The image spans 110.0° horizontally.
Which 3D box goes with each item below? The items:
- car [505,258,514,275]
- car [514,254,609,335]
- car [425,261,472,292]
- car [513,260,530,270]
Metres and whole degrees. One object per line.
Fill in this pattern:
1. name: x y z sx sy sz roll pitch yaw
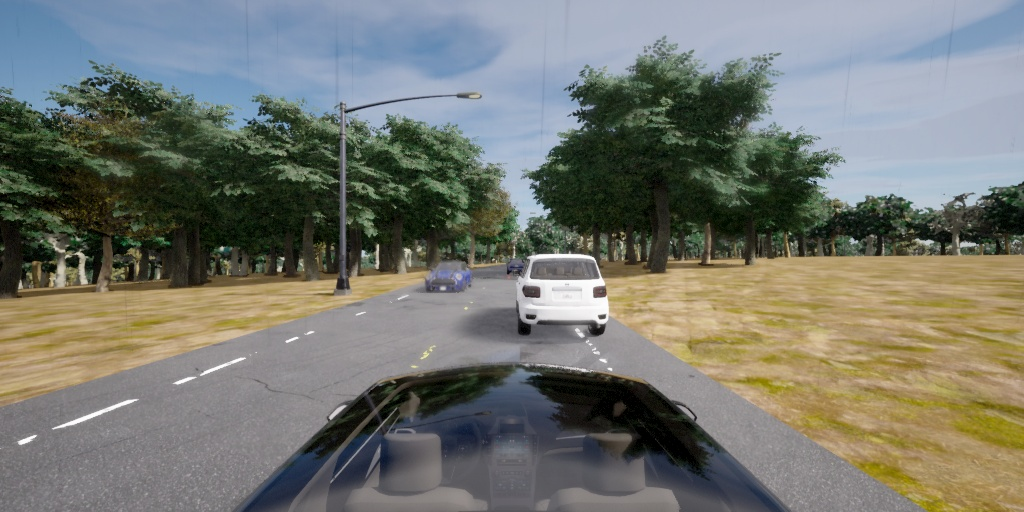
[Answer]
1. car: 0.623 1.030 39.159 2.097 1.767 4.553 0 0 4
2. car: 1.226 0.972 10.648 2.150 2.045 5.566 0 0 0
3. car: -3.566 1.088 20.855 2.097 1.767 4.553 0 0 0
4. car: 1.385 1.226 49.313 1.895 1.301 4.718 0 0 7
